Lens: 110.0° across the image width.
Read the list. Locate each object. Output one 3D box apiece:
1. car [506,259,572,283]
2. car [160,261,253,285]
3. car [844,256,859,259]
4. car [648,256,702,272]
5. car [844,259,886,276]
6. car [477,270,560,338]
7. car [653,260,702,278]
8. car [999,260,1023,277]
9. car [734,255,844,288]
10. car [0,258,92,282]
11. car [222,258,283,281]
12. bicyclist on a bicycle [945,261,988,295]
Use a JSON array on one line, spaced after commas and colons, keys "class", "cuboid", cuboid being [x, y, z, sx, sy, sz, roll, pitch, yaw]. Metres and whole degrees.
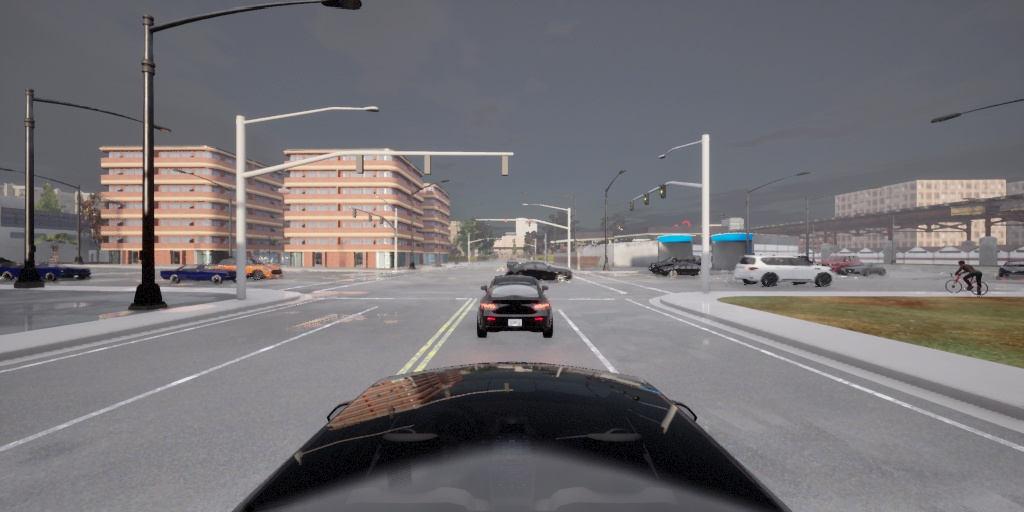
[{"class": "car", "cuboid": [2.027, 1.206, 27.111, 5.008, 1.535, 1.882, 0, 0, 3]}, {"class": "car", "cuboid": [-20.958, 1.220, 24.560, 4.718, 1.301, 1.895, 1, 0, 2]}, {"class": "car", "cuboid": [36.633, 0.971, 40.126, 5.566, 2.045, 2.150, 0, 0, -22]}, {"class": "car", "cuboid": [17.194, 0.971, 37.399, 5.566, 2.045, 2.150, 0, 0, 1]}, {"class": "car", "cuboid": [35.253, 1.314, 36.032, 4.181, 1.385, 1.994, 0, 0, -18]}, {"class": "car", "cuboid": [0.075, 1.276, 10.079, 1.812, 1.442, 4.674, 0, 0, 0]}, {"class": "car", "cuboid": [16.105, 1.314, 33.965, 4.181, 1.385, 1.994, 0, 0, 0]}, {"class": "car", "cuboid": [47.797, 1.241, 33.834, 4.902, 1.511, 2.128, 0, 0, -30]}, {"class": "car", "cuboid": [17.507, 0.971, 23.186, 5.566, 2.045, 2.150, 0, 0, 1]}, {"class": "car", "cuboid": [-32.253, 1.051, 24.767, 4.718, 1.301, 1.895, 1, 0, 1]}, {"class": "car", "cuboid": [-20.537, 0.974, 28.049, 4.553, 1.767, 2.097, 1, 0, 1]}, {"class": "bicyclist on a bicycle", "cuboid": [21.913, 1.050, 17.313, 0.582, 1.620, 1.656, 0, 0, 0]}]
